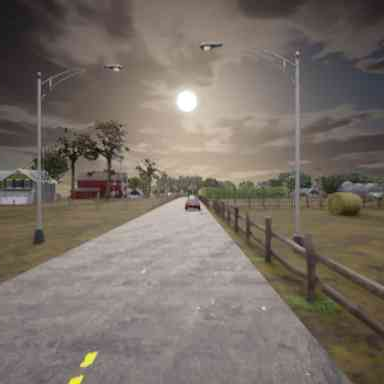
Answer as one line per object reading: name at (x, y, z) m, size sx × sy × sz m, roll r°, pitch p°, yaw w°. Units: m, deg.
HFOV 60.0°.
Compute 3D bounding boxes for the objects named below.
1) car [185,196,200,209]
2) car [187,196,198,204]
car at (0.102, 1.487, 44.252) m, size 1.994 × 1.385 × 4.181 m, roll 0°, pitch 0°, yaw 0°
car at (0.103, 1.456, 61.968) m, size 2.033 × 1.411 × 5.357 m, roll 0°, pitch 0°, yaw 0°
